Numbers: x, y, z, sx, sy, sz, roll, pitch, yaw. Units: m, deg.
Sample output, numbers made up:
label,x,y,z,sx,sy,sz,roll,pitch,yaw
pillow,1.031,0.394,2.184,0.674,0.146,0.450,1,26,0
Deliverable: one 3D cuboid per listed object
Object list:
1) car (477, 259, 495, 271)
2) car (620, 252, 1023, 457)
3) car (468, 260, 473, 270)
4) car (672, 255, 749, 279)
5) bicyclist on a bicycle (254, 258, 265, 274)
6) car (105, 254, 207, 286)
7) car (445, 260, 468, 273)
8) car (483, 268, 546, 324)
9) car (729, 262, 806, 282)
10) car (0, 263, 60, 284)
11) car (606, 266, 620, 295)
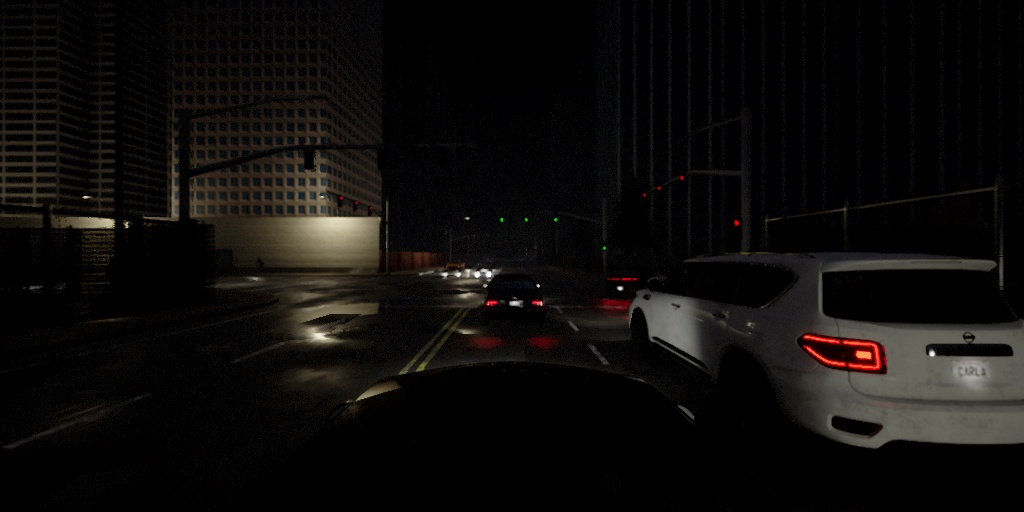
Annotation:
label,x,y,z,sx,sy,sz,roll,pitch,yaw
car,-3.600,1.352,47.563,1.895,1.301,4.718,0,0,0
car,3.596,0.972,5.476,2.150,2.045,5.566,0,0,0
car,-7.085,1.277,54.362,1.812,1.442,4.674,0,0,0
car,17.308,0.917,31.475,5.566,2.045,2.150,0,0,0
bicyclist on a bicycle,-25.578,0.996,36.345,0.582,1.620,1.656,0,0,0
car,-24.085,0.916,24.360,5.566,2.045,2.150,0,0,0
car,-7.102,1.228,45.022,1.882,1.535,5.008,0,0,0
car,-0.002,1.298,11.977,2.033,1.411,5.357,0,0,-2
car,19.827,1.221,27.950,4.674,1.442,1.812,0,0,0
car,-33.894,1.200,24.383,4.892,1.490,1.837,0,0,0
car,6.421,1.228,18.716,1.837,1.490,4.892,-2,-1,34
